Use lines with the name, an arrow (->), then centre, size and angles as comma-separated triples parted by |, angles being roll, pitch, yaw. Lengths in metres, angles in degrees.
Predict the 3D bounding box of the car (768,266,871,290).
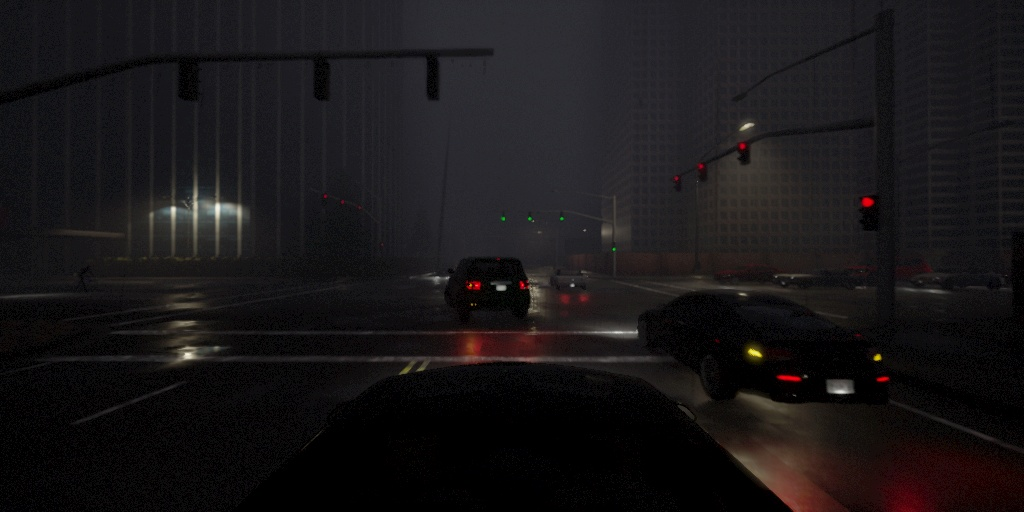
car -> 19.860, 1.471, 23.334 | 4.718, 1.301, 1.895 | 0, 0, 0

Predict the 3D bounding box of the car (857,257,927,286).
car -> 27.732, 1.110, 26.765 | 5.566, 2.045, 2.150 | 0, 0, 1

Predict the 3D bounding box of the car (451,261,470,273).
car -> -7.051, 1.494, 49.222 | 1.882, 1.535, 5.008 | 0, 0, 0

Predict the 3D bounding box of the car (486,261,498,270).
car -> -3.480, 1.621, 63.349 | 1.812, 1.442, 4.674 | 0, 0, 0

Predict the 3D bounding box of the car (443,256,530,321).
car -> -1.064, 1.037, 13.102 | 2.150, 2.045, 5.566 | 1, 0, -16

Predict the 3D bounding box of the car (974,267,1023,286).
car -> 37.961, 1.489, 26.653 | 4.718, 1.301, 1.895 | 0, 0, 1

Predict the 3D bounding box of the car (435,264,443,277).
car -> -7.082, 1.490, 39.886 | 1.812, 1.442, 4.674 | 0, 0, 0

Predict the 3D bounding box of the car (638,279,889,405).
car -> 3.732, 1.301, 6.299 | 1.812, 1.442, 4.674 | 0, 0, 2

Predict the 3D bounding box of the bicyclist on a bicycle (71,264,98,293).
bicyclist on a bicycle -> -24.661, 1.310, 20.705 | 0.582, 1.620, 1.656 | 0, -1, -13

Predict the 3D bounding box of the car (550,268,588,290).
car -> 3.607, 1.473, 23.582 | 1.895, 1.301, 4.718 | 0, 0, 0

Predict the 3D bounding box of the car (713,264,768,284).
car -> 17.790, 1.367, 26.846 | 5.008, 1.535, 1.882 | 0, 0, 0

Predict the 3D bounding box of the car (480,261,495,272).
car -> -3.524, 1.515, 53.055 | 1.882, 1.535, 5.008 | 0, 0, 1

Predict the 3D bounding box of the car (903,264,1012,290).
car -> 28.845, 1.395, 23.248 | 4.674, 1.442, 1.812 | 0, 0, 1
